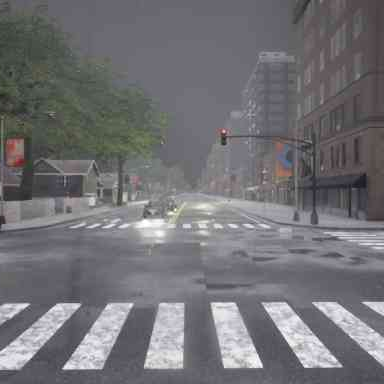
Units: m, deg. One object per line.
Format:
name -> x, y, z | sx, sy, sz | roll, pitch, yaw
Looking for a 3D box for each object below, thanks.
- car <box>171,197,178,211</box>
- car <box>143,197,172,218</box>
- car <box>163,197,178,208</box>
car -> -3.218, 1.367, 39.943 | 2.097, 1.767, 4.553 | 0, 0, 1
car -> -3.252, 1.500, 30.209 | 2.128, 1.511, 4.902 | 0, 0, 0
car -> -3.181, 1.548, 49.901 | 1.812, 1.442, 4.674 | 0, 0, 0
